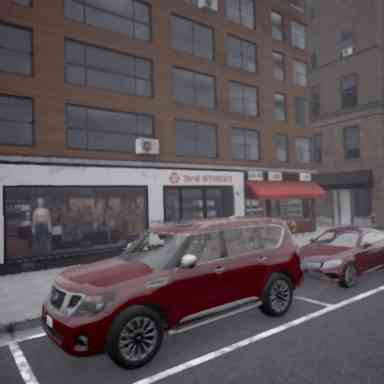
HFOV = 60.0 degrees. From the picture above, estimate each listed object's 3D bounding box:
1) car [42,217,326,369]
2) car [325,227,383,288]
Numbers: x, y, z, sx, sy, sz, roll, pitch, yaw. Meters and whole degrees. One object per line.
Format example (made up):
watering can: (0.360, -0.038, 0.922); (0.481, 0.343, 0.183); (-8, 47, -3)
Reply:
car: (0.000, 1.475, 6.208); (5.009, 1.841, 2.192); (-1, -2, -37)
car: (4.445, 1.677, 9.485); (4.206, 1.307, 1.802); (-1, -2, -37)
